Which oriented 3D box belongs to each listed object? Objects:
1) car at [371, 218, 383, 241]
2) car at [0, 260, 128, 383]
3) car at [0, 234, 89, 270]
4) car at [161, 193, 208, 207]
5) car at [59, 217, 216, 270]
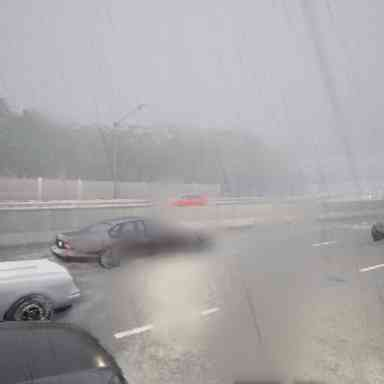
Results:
[{"bbox_3d":[10.010,1.532,15.142,4.181,1.385,1.994,0,0,-35],"label":"car"},{"bbox_3d":[-2.471,1.566,2.107,4.181,1.385,1.994,0,0,-35],"label":"car"},{"bbox_3d":[-4.253,1.600,5.011,4.718,1.301,1.895,0,0,-35],"label":"car"},{"bbox_3d":[-0.740,1.183,37.744,5.566,2.045,2.150,0,0,-35],"label":"car"},{"bbox_3d":[-1.762,1.541,11.083,5.357,1.411,2.033,0,0,-35],"label":"car"}]
